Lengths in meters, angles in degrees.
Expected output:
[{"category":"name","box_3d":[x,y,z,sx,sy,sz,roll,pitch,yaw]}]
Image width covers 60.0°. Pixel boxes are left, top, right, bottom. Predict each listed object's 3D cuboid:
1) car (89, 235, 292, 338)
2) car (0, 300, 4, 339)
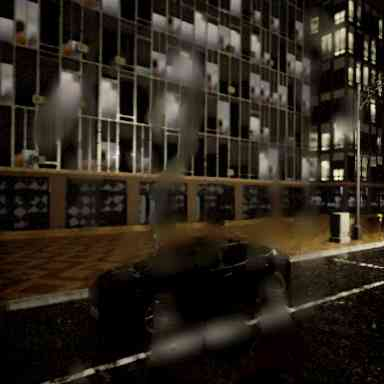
[{"category":"car","box_3d":[0.192,1.607,6.690,4.313,1.339,1.947,1,0,-35]},{"category":"car","box_3d":[-4.444,1.531,3.387,4.403,1.369,2.008,1,0,-35]}]
